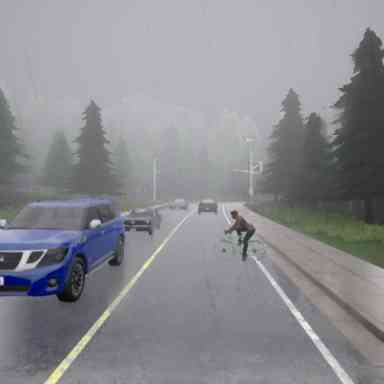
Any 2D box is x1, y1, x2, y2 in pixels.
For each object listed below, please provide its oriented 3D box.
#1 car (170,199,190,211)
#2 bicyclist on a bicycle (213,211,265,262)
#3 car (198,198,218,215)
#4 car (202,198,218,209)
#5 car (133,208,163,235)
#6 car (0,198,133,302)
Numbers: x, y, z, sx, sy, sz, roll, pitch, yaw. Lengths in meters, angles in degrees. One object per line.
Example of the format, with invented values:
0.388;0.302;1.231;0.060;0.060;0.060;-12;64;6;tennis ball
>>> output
-1.458;1.521;40.021;1.812;1.442;4.674;0;0;5;car
1.508;1.425;10.643;1.656;1.620;0.582;0;0;2;bicyclist on a bicycle
1.687;1.465;34.539;1.882;1.535;5.008;0;0;5;car
2.463;1.548;44.994;1.994;1.385;4.181;0;0;5;car
-2.864;1.593;18.851;1.895;1.301;4.718;0;0;2;car
-3.311;1.218;8.636;2.150;2.045;5.566;0;0;3;car
